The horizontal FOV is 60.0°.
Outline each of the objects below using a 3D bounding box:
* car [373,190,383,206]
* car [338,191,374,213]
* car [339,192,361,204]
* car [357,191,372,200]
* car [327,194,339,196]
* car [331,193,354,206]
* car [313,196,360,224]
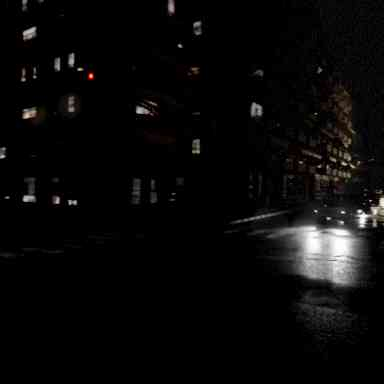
[{"bbox_3d":[20.736,0.794,38.759,1.837,1.490,4.892,1,1,33],"label":"car"},{"bbox_3d":[14.655,0.949,29.491,1.837,1.490,4.892,1,2,33],"label":"car"},{"bbox_3d":[20.504,0.749,43.154,1.947,1.339,4.313,2,2,33],"label":"car"},{"bbox_3d":[29.598,0.498,57.041,1.887,1.381,4.507,2,2,33],"label":"car"},{"bbox_3d":[14.440,0.889,33.895,2.008,1.369,4.403,2,2,33],"label":"car"},{"bbox_3d":[17.472,0.842,38.524,1.802,1.307,4.206,2,2,33],"label":"car"},{"bbox_3d":[9.111,1.188,21.032,1.895,1.301,4.718,1,2,33],"label":"car"}]
